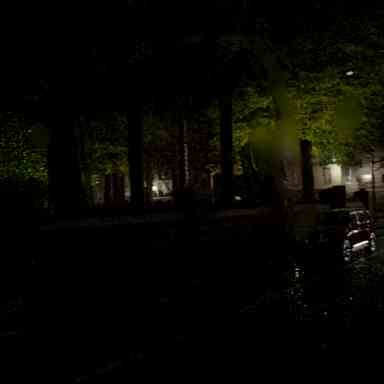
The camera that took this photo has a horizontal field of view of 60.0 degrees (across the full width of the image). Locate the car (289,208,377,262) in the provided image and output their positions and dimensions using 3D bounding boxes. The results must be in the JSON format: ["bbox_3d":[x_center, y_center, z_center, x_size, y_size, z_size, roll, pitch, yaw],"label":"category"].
[{"bbox_3d":[5.925,1.625,13.636,2.192,1.841,5.009,-4,-3,44],"label":"car"}]
